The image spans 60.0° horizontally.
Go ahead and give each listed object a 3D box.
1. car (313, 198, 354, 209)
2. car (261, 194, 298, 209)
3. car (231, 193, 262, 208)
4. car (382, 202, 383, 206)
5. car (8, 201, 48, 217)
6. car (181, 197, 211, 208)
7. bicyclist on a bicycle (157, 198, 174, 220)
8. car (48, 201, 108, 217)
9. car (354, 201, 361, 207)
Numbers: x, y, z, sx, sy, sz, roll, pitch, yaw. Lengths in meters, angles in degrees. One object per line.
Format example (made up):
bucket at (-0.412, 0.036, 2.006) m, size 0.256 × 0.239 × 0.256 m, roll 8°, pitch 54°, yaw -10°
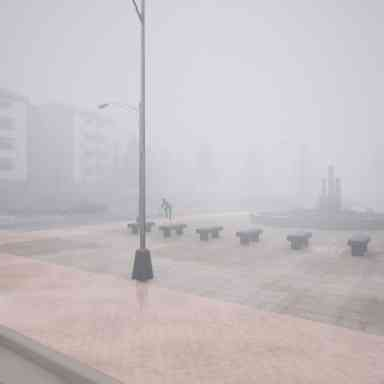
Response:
car at (18.526, 1.504, 44.302) m, size 4.892 × 1.490 × 1.837 m, roll 0°, pitch 0°, yaw -14°
car at (12.479, 1.351, 46.104) m, size 4.553 × 1.767 × 2.097 m, roll 0°, pitch 0°, yaw -22°
car at (8.349, 1.221, 48.409) m, size 5.566 × 2.045 × 2.150 m, roll 0°, pitch 0°, yaw -24°
car at (28.784, 1.601, 45.450) m, size 4.718 × 1.301 × 1.895 m, roll 0°, pitch 0°, yaw 1°
car at (-15.105, 1.561, 31.733) m, size 1.994 × 1.385 × 4.181 m, roll 0°, pitch 0°, yaw 35°
car at (0.585, 1.523, 48.008) m, size 4.674 × 1.442 × 1.812 m, roll 0°, pitch 0°, yaw -33°
bicyclist on a bicycle at (-2.003, 1.299, 24.805) m, size 1.656 × 1.620 × 0.582 m, roll 0°, pitch 0°, yaw 33°
car at (-10.682, 1.545, 32.200) m, size 2.033 × 1.411 × 5.357 m, roll 0°, pitch 0°, yaw 35°
car at (22.159, 1.600, 48.654) m, size 4.718 × 1.301 × 1.895 m, roll 0°, pitch 0°, yaw -7°
